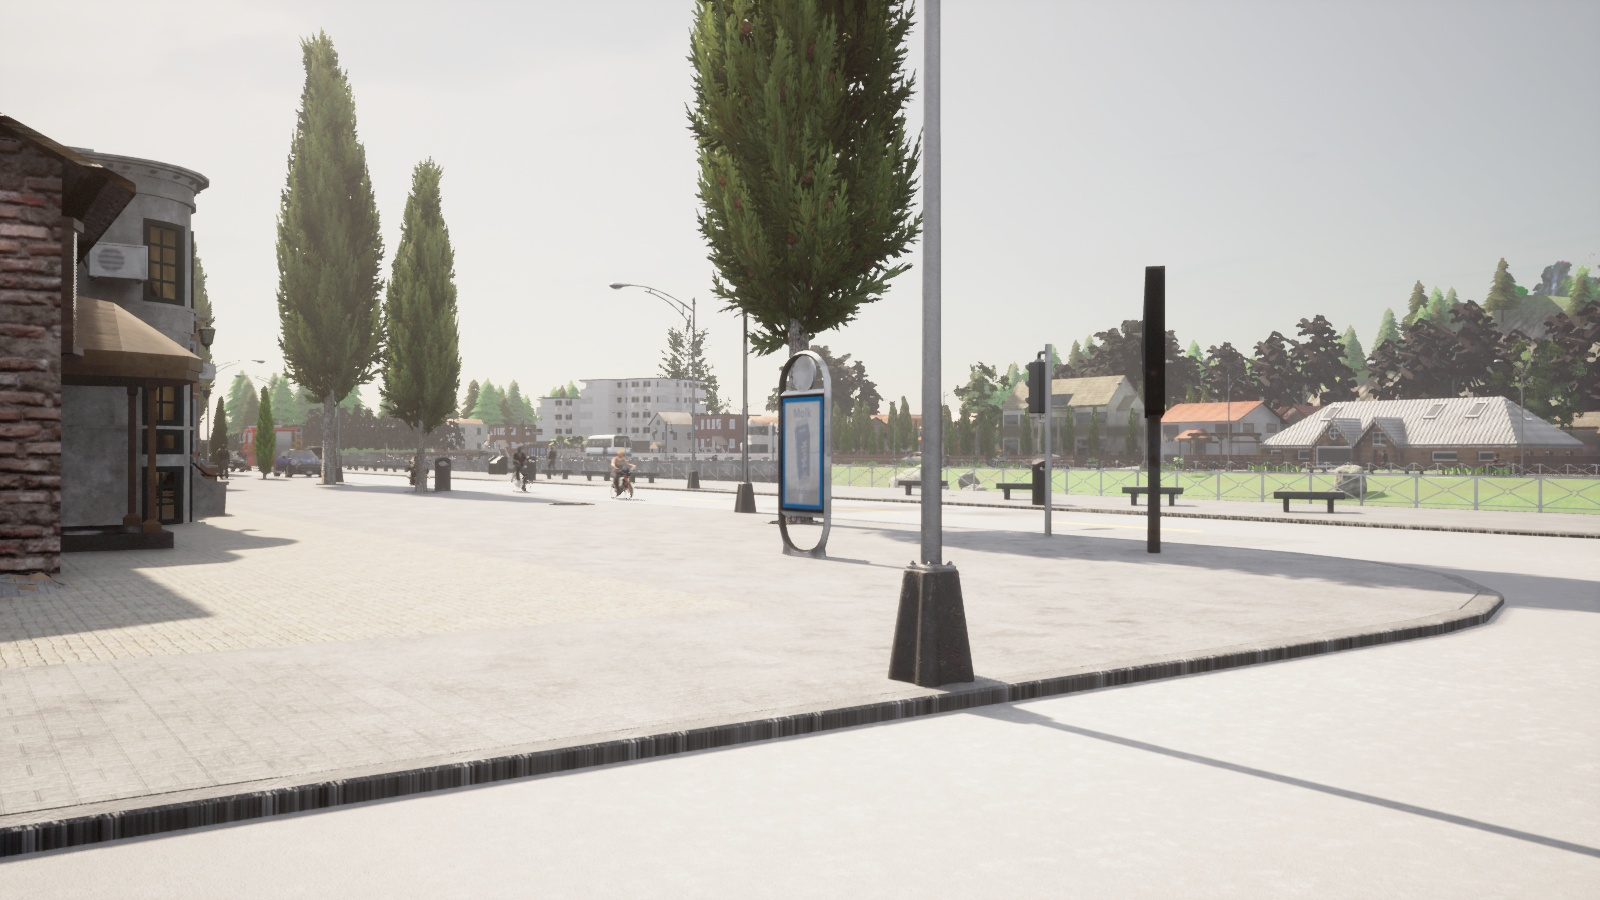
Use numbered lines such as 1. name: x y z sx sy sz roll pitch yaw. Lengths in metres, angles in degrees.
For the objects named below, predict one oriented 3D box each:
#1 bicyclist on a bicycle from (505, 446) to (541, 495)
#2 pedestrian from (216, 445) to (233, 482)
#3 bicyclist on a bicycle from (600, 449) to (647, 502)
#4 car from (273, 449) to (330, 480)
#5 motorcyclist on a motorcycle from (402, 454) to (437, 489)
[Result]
1. bicyclist on a bicycle: -10.230 0.750 46.323 0.659 1.776 1.843 0 0 -35
2. pedestrian: -29.046 0.671 63.364 0.563 1.883 0.849 0 0 -42
3. bicyclist on a bicycle: -5.588 0.790 39.662 0.866 1.612 1.509 0 0 -35
4. car: -29.278 0.846 73.652 2.097 1.767 4.553 0 0 -35
5. motorcyclist on a motorcycle: -16.961 0.953 55.981 0.866 1.530 2.191 0 0 -35
